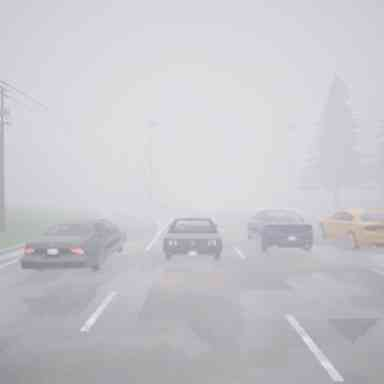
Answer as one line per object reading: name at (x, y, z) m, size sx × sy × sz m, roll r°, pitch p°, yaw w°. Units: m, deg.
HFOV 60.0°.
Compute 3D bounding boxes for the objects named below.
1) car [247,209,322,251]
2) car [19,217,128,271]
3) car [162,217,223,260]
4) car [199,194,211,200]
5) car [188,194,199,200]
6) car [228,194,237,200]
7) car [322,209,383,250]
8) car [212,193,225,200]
car at (3.559, 1.466, 14.207) m, size 1.882 × 1.535 × 5.008 m, roll 0°, pitch 0°, yaw 1°
car at (-3.476, 1.540, 10.860) m, size 2.033 × 1.411 × 5.357 m, roll 0°, pitch 0°, yaw 0°
car at (0.040, 1.591, 12.418) m, size 1.895 × 1.301 × 4.718 m, roll 0°, pitch 0°, yaw 1°
car at (3.570, 1.429, 89.110) m, size 1.837 × 1.490 × 4.892 m, roll 0°, pitch 0°, yaw 2°
car at (0.075, 1.482, 89.411) m, size 1.994 × 1.385 × 4.181 m, roll 0°, pitch 0°, yaw 2°
car at (10.552, 1.429, 88.011) m, size 1.837 × 1.490 × 4.892 m, roll 0°, pitch 0°, yaw 2°
car at (7.059, 1.466, 14.211) m, size 1.882 × 1.535 × 5.008 m, roll 0°, pitch 0°, yaw 1°
car at (7.058, 1.453, 88.402) m, size 1.812 × 1.442 × 4.674 m, roll 0°, pitch 0°, yaw 2°
